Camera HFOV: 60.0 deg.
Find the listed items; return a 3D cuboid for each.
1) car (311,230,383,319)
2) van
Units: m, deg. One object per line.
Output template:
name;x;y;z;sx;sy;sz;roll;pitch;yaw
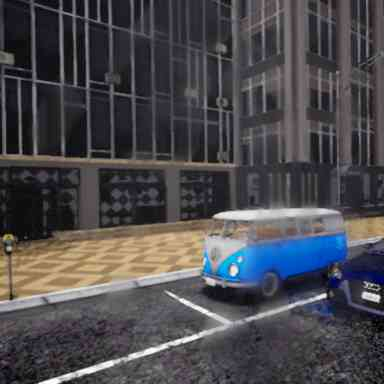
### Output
car;4.565;1.531;6.615;4.181;1.385;1.994;0;0;-35
van;2.091;1.313;8.072;3.998;1.788;1.690;0;-1;-35
